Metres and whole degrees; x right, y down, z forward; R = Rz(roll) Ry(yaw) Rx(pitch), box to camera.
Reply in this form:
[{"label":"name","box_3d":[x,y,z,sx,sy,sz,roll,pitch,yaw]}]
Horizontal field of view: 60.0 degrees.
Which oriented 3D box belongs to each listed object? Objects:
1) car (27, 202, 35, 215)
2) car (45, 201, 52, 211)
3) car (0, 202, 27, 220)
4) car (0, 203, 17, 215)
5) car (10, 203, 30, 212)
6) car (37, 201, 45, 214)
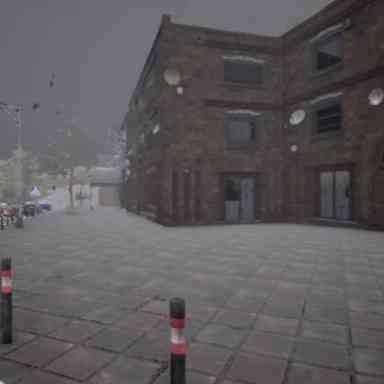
[{"label":"car","box_3d":[-19.014,1.963,36.840,2.033,1.411,5.357,-1,-1,-16]},{"label":"car","box_3d":[-23.388,2.225,52.493,1.882,1.535,5.008,-1,-1,-16]},{"label":"car","box_3d":[-17.525,1.850,31.513,2.033,1.411,5.357,-1,-1,-16]},{"label":"car","box_3d":[-23.793,2.118,41.881,2.033,1.411,5.357,-1,-1,-15]},{"label":"car","box_3d":[-26.412,2.370,51.245,1.895,1.301,4.718,-1,-1,-16]},{"label":"car","box_3d":[-20.843,2.059,43.386,1.837,1.490,4.892,-1,-1,-16]}]
